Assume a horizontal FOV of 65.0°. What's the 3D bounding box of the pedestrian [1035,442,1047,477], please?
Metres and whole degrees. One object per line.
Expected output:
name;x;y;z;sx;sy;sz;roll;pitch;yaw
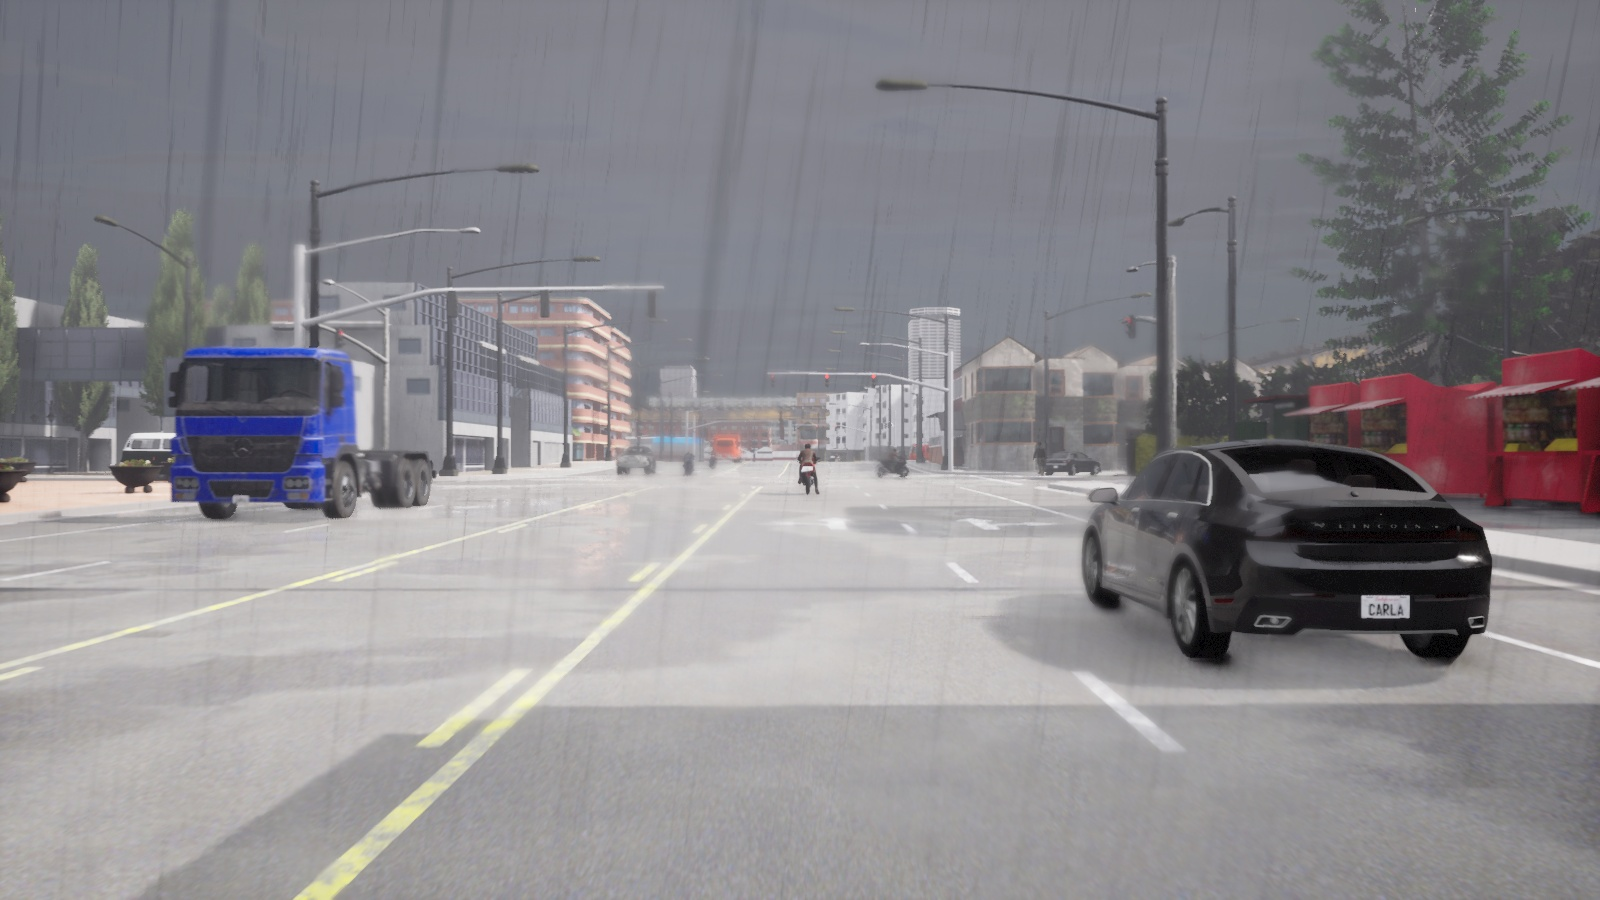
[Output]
pedestrian;12.560;0.485;65.405;0.431;1.840;0.703;0;-1;-3

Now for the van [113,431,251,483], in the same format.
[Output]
van;-24.650;0.289;50.168;4.480;2.038;2.069;0;-1;1

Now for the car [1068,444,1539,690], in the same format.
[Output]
car;3.573;0.699;10.070;1.837;1.490;4.892;0;0;0

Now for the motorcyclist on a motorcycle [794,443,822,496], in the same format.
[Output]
motorcyclist on a motorcycle;0.231;0.556;37.391;0.797;1.523;2.044;0;0;0

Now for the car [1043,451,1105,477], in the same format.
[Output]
car;16.285;0.839;74.532;1.816;1.474;4.193;-1;-1;41

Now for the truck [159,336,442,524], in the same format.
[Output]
truck;-10.328;-0.390;27.088;2.891;3.462;7.936;0;0;0

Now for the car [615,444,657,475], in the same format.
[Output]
car;-10.041;0.583;77.182;1.932;1.855;4.605;0;0;0

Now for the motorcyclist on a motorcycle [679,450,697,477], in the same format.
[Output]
motorcyclist on a motorcycle;-6.558;0.785;73.846;0.866;1.530;2.191;0;0;0

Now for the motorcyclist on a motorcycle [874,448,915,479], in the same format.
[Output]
motorcyclist on a motorcycle;4.838;0.694;64.220;2.044;1.523;0.797;0;-1;-33
